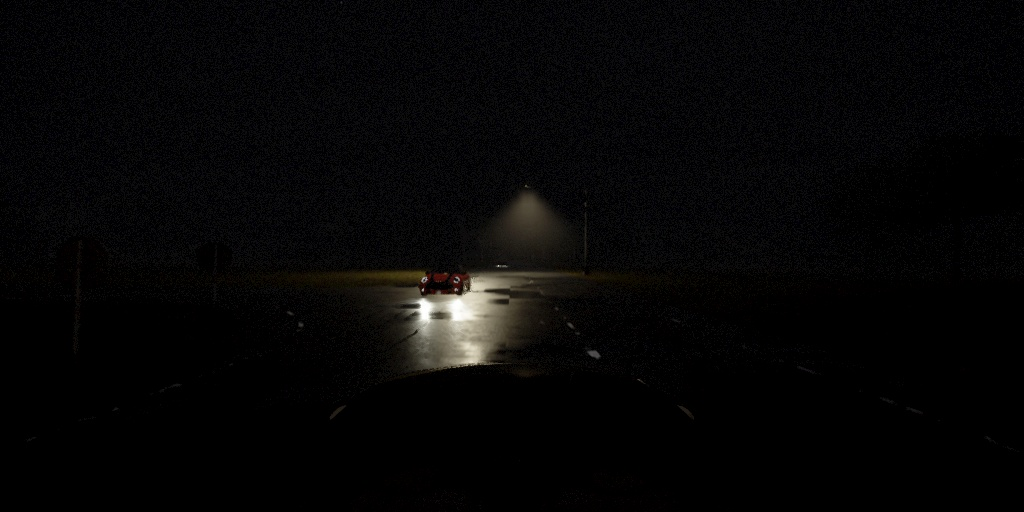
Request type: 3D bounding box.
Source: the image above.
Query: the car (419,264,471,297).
[{"bbox_3d":[-3.492,1.208,19.395,2.097,1.767,4.553,0,-1,0],"label":"car"}]
